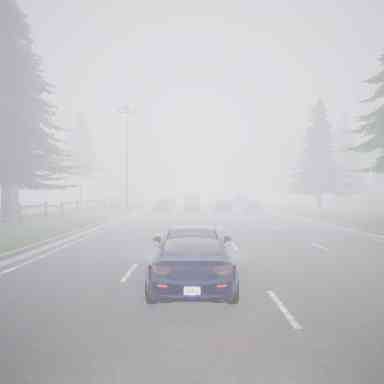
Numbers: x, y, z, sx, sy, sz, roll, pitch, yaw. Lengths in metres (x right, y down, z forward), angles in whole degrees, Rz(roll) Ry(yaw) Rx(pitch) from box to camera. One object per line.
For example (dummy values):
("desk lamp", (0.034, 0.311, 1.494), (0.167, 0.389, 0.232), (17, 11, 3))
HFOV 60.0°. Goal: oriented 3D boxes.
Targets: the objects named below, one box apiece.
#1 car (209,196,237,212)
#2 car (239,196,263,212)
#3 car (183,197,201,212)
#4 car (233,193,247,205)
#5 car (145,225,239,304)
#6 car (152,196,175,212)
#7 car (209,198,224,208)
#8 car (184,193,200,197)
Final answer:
("car", (3.516, 1.491, 38.601), (2.128, 1.511, 4.902), (0, 0, 0))
("car", (7.016, 1.526, 39.017), (1.812, 1.442, 4.674), (0, 0, 0))
("car", (0.016, 1.564, 39.019), (1.994, 1.385, 4.181), (0, 0, 0))
("car", (7.020, 1.221, 49.050), (2.150, 2.045, 5.566), (0, 0, 0))
("car", (0.004, 1.526, 7.990), (1.812, 1.442, 4.674), (0, 0, 0))
("car", (-3.484, 1.547, 38.604), (2.033, 1.411, 5.357), (0, 0, 0))
("car", (3.520, 1.601, 49.051), (1.895, 1.301, 4.718), (0, 0, 0))
("car", (0.020, 1.221, 49.053), (2.150, 2.045, 5.566), (0, 0, 0))
